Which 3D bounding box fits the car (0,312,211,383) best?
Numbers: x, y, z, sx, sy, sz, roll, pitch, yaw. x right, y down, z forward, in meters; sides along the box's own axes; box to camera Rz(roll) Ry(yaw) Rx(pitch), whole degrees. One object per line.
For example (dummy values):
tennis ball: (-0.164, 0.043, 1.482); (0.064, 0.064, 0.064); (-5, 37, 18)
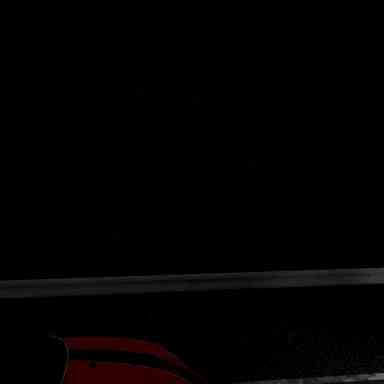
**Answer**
car: (-1.874, 1.352, 1.640); (4.553, 1.767, 2.097); (0, 0, -6)
